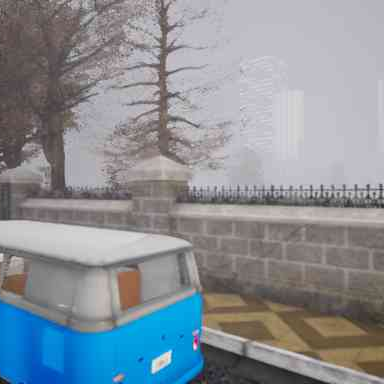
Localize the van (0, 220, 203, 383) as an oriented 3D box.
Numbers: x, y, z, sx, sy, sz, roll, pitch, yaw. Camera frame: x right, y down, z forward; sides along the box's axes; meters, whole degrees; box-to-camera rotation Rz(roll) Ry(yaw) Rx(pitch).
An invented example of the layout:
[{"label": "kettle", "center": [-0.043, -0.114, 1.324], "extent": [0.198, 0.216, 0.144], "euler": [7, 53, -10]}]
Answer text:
[{"label": "van", "center": [-1.785, 1.320, 4.157], "extent": [3.998, 1.788, 1.690], "euler": [0, 0, 36]}]
